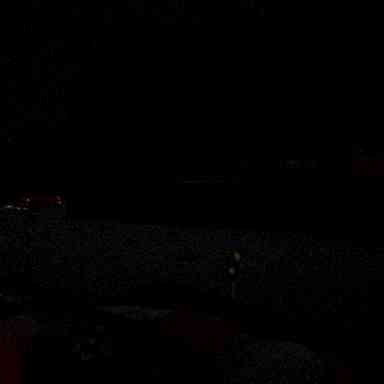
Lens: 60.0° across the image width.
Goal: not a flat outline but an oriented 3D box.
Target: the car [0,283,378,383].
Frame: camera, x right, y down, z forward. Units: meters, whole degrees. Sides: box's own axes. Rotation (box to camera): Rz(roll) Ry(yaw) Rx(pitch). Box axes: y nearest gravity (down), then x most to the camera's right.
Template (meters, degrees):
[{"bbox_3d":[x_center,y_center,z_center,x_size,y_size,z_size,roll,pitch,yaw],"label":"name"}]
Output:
[{"bbox_3d":[-0.501,1.588,3.159,4.206,1.307,1.802,0,1,36],"label":"car"}]

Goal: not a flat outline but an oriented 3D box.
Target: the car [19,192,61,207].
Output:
[{"bbox_3d":[-18.488,0.870,40.453,2.097,1.767,4.553,1,2,35],"label":"car"}]
